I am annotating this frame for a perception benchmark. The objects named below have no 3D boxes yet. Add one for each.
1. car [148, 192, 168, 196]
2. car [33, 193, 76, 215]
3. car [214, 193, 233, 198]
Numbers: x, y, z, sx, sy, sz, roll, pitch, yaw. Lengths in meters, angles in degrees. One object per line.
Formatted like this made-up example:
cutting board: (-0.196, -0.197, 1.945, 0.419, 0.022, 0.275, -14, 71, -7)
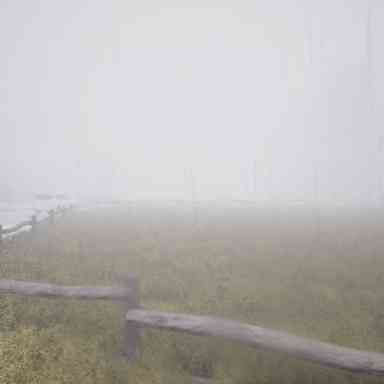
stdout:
car: (-8.392, 0.975, 86.465, 4.605, 1.855, 1.932, 0, 0, -10)
car: (-13.288, 1.115, 32.357, 2.150, 2.045, 5.566, -1, 0, 2)
car: (7.159, 1.160, 75.051, 4.611, 1.667, 2.242, 0, 0, -10)
